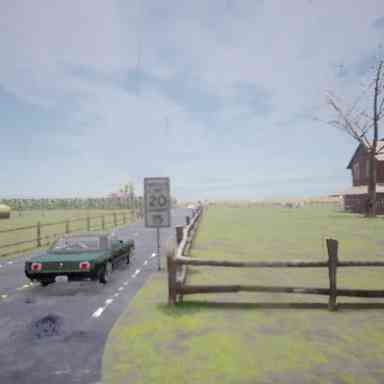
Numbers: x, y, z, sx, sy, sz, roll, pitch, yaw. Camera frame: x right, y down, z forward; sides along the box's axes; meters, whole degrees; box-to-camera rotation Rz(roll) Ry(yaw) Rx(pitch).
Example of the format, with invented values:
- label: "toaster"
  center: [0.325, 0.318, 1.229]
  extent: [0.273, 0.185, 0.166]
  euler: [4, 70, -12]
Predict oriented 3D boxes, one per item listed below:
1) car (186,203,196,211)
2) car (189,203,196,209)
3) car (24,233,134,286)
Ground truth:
- label: "car"
  center: [-0.270, 3.838, 82.491]
  extent: [1.812, 1.442, 4.674]
  euler: [-2, -2, 2]
- label: "car"
  center: [0.130, 3.921, 92.743]
  extent: [1.882, 1.535, 5.008]
  euler: [-2, -2, 2]
- label: "car"
  center: [-3.146, 1.931, 10.459]
  extent: [1.895, 1.301, 4.718]
  euler: [-2, -2, 2]
